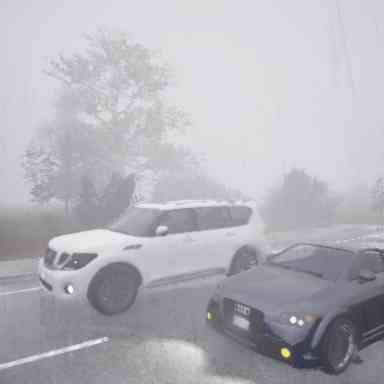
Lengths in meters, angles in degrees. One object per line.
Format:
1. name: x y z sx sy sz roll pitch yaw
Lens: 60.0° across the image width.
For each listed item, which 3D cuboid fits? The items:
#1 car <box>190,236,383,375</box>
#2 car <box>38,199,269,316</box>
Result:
1. car: 2.282 1.565 5.618 4.181 1.385 1.994 0 0 -35
2. car: -0.553 1.222 7.895 5.566 2.045 2.150 0 0 -35
